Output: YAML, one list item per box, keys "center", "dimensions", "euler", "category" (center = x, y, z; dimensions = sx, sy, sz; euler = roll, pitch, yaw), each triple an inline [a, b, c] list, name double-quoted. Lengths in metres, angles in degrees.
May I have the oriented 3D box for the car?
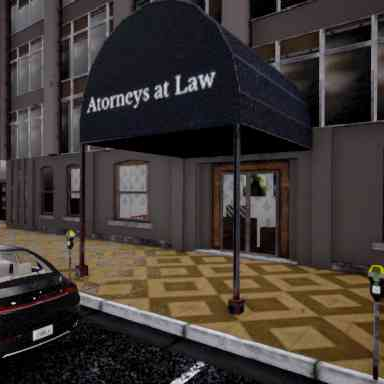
- center: [-3.666, 1.550, 5.498]
  dimensions: [4.403, 1.369, 2.008]
  euler: [0, 0, 36]
  category: "car"
